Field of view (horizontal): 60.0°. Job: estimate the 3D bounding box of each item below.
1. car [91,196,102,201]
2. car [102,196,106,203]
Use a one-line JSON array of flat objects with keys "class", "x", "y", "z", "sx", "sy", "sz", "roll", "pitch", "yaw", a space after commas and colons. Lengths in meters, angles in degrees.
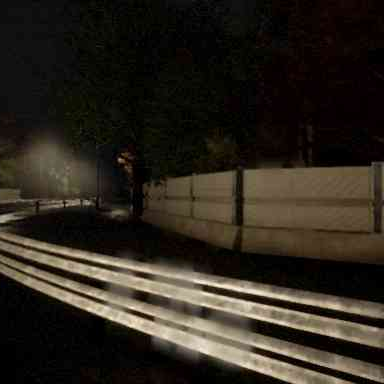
[{"class": "car", "x": -22.117, "y": 1.886, "z": 74.507, "sx": 1.895, "sy": 1.301, "sz": 4.718, "roll": 1, "pitch": -1, "yaw": -6}, {"class": "car", "x": -23.107, "y": 1.885, "z": 84.361, "sx": 2.097, "sy": 1.767, "sz": 4.553, "roll": 1, "pitch": -1, "yaw": -6}]
